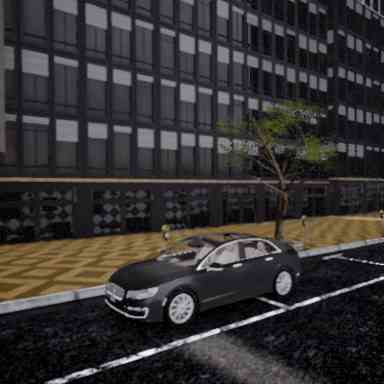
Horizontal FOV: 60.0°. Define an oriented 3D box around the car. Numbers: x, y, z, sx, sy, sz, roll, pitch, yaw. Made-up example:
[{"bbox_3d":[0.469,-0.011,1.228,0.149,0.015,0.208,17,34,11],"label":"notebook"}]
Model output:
[{"bbox_3d":[0.439,1.561,6.895,4.403,1.369,2.008,0,-1,-36],"label":"car"}]
